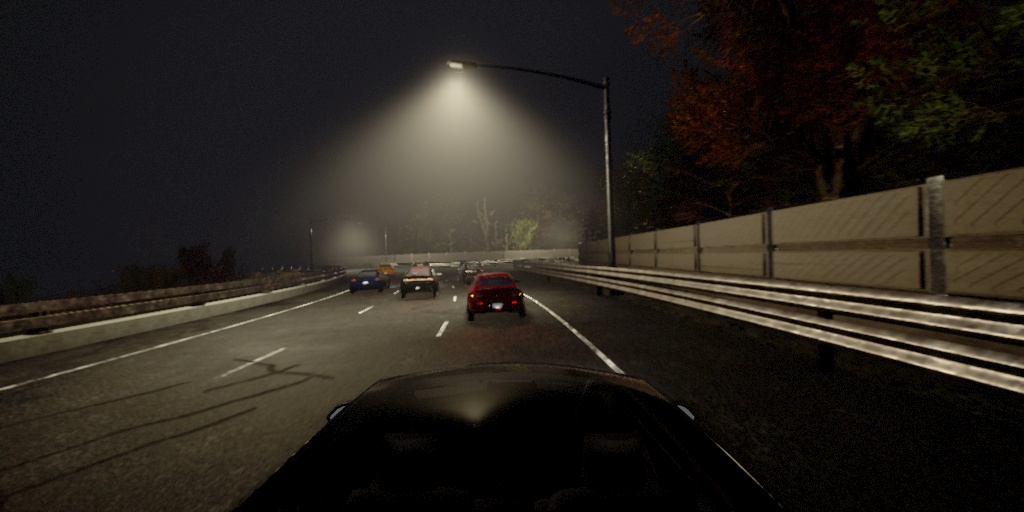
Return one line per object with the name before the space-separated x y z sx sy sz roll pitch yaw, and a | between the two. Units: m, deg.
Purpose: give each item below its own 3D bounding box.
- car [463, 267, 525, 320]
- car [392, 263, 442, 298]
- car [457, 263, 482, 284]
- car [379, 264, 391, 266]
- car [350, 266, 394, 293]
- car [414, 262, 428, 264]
car | -0.636 1.291 12.795 1.812 1.442 4.674 -2 0 -5
car | -5.042 1.396 20.079 2.128 1.511 4.902 -2 0 -9
car | -3.224 1.334 28.546 2.128 1.511 4.902 -2 0 -13
car | -14.863 1.691 41.901 1.882 1.535 5.008 -2 0 -22
car | -9.286 1.604 23.730 1.994 1.385 4.181 -2 0 -11
car | -9.766 1.402 38.251 2.097 1.767 4.553 -2 0 -19
